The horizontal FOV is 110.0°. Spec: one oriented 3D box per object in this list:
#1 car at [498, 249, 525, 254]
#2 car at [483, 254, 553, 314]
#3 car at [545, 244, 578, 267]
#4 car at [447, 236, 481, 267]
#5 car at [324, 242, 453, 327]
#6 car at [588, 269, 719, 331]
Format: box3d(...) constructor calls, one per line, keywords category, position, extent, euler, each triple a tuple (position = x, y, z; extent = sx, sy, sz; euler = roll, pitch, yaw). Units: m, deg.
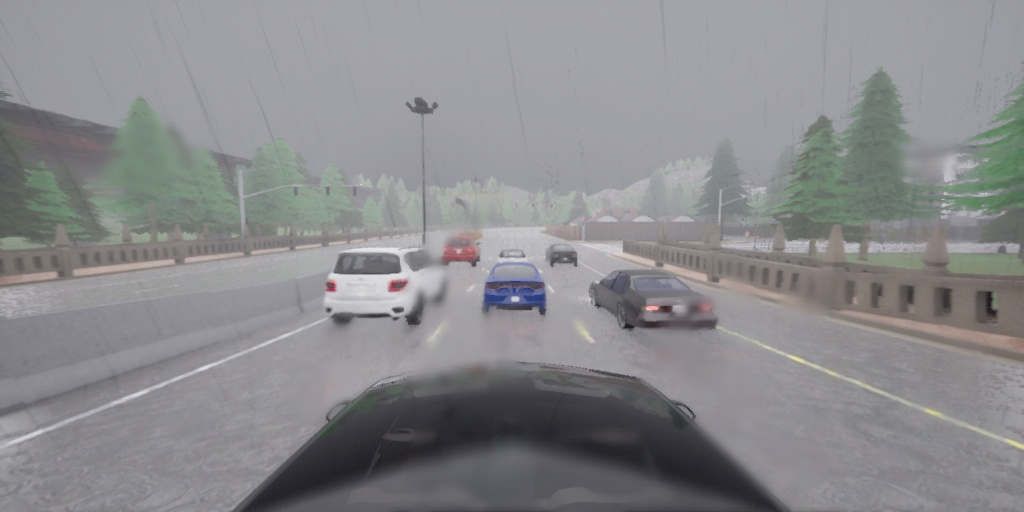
box3d(category="car", position=(0.025, 0.203, 23.299), extent=(1.895, 1.301, 4.718), euler=(0, 5, 0))
box3d(category="car", position=(0.079, 0.904, 12.241), extent=(1.882, 1.535, 5.008), euler=(0, 3, 0))
box3d(category="car", position=(3.519, -0.166, 26.069), extent=(1.882, 1.535, 5.008), euler=(0, 5, 0))
box3d(category="car", position=(-3.489, -0.409, 25.875), extent=(2.150, 2.045, 5.566), euler=(0, 5, 0))
box3d(category="car", position=(-3.417, 0.720, 10.794), extent=(2.150, 2.045, 5.566), euler=(0, 3, 0))
box3d(category="car", position=(3.591, 1.073, 10.181), extent=(2.033, 1.411, 5.357), euler=(0, 3, 0))
